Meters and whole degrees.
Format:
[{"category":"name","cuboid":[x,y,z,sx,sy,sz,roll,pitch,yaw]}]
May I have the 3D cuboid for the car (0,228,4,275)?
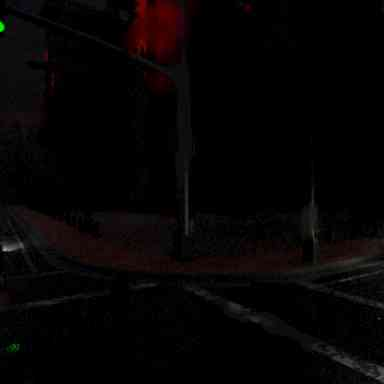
[{"category":"car","cuboid":[-6.658,1.546,9.693,1.994,1.385,4.181,0,0,-31]}]
